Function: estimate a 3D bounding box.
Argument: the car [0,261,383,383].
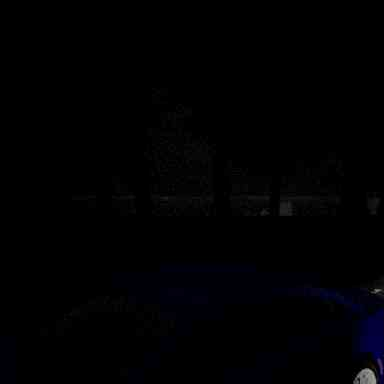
[{"bbox_3d":[-0.142,1.486,2.967,5.008,1.535,1.882,0,0,-36],"label":"car"}]
